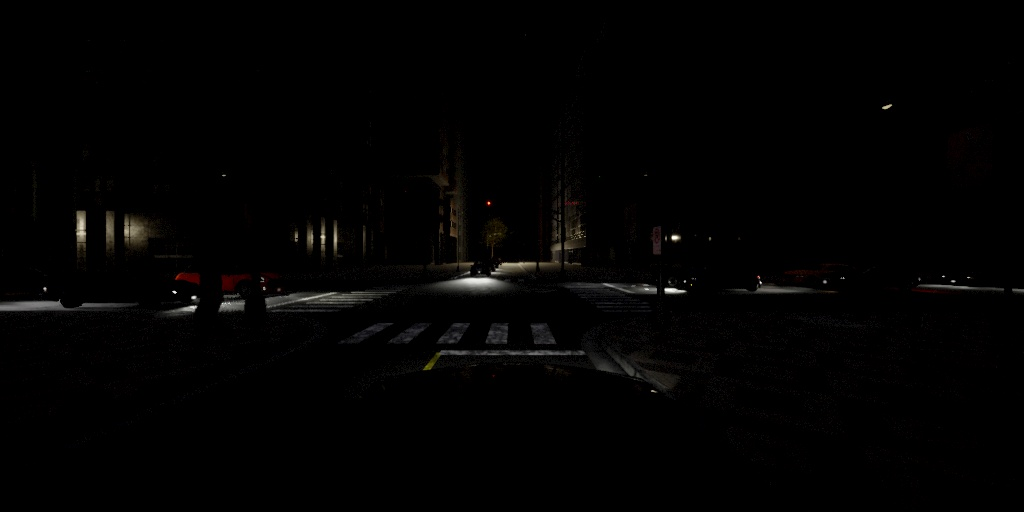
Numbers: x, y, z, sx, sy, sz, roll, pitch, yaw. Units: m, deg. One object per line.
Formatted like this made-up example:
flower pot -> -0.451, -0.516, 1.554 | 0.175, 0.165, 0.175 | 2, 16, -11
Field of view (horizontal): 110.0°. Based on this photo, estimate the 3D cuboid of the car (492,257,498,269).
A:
car -> -3.103, 1.252, 46.061 | 1.837, 1.490, 4.892 | 0, 0, 0

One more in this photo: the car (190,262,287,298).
car -> -13.796, 1.091, 17.783 | 4.553, 1.767, 2.097 | 0, 0, 0

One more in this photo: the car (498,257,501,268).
car -> -3.115, 1.310, 56.046 | 1.994, 1.385, 4.181 | 0, 0, 0

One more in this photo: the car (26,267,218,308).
car -> -15.550, 1.293, 14.539 | 5.357, 1.411, 2.033 | 0, 0, 0

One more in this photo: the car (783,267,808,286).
car -> 21.230, 1.242, 24.335 | 5.008, 1.535, 1.882 | 0, 0, 0

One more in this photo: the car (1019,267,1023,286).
car -> 33.515, 1.313, 21.024 | 4.674, 1.442, 1.812 | 0, 0, 0

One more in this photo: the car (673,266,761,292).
car -> 12.184, 1.323, 21.125 | 4.181, 1.385, 1.994 | 0, 0, 0

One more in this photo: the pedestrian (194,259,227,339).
pedestrian -> -6.650, 0.892, 7.860 | 0.375, 1.860, 0.375 | 0, 0, 0

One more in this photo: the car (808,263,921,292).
car -> 20.880, 1.262, 21.087 | 4.902, 1.511, 2.128 | 0, 0, 0

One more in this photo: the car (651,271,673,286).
car -> 12.095, 1.354, 24.377 | 4.718, 1.301, 1.895 | 0, 0, 3

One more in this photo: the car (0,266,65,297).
car -> -23.108, 1.227, 17.822 | 4.902, 1.511, 2.128 | 0, 0, 0

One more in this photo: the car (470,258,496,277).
car -> -3.085, 1.239, 36.106 | 2.128, 1.511, 4.902 | 0, 0, 0

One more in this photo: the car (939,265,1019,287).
car -> 32.565, 1.328, 24.282 | 5.357, 1.411, 2.033 | 0, 0, 0
